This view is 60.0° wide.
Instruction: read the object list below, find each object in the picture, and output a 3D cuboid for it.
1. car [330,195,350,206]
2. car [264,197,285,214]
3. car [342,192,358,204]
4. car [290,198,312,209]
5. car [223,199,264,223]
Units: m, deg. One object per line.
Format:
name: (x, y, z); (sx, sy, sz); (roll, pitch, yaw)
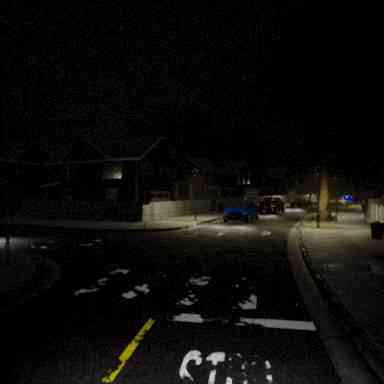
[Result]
car: (22.972, 1.480, 52.113); (1.895, 1.301, 4.718); (0, 0, 34)
car: (8.096, 1.314, 34.319); (2.097, 1.767, 4.553); (0, 0, 29)
car: (28.605, 1.057, 60.372); (2.150, 2.045, 5.566); (0, 0, 34)
car: (14.829, 1.525, 45.207); (1.895, 1.301, 4.718); (0, 0, 34)
car: (3.887, 1.458, 25.640); (1.882, 1.535, 5.008); (0, 0, 23)
